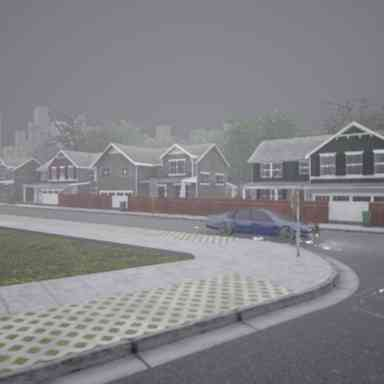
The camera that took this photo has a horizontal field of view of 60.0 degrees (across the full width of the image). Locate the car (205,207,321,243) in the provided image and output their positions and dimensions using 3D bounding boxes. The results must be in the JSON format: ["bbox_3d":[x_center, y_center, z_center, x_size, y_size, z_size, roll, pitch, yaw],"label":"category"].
[{"bbox_3d":[3.225,1.458,15.936,5.357,1.411,2.033,1,1,34],"label":"car"}]
